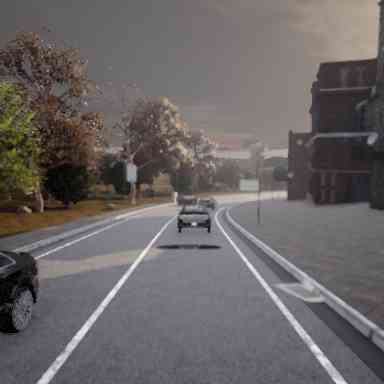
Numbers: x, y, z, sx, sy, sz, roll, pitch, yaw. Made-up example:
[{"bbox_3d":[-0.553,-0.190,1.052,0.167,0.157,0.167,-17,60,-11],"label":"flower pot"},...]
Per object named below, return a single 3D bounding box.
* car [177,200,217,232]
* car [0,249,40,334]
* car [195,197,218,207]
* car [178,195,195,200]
[{"bbox_3d":[0.158,1.454,19.776,2.128,1.511,4.902,0,0,1],"label":"car"},{"bbox_3d":[-3.594,1.484,3.921,2.128,1.511,4.902,0,0,0],"label":"car"},{"bbox_3d":[1.989,1.337,40.146,1.837,1.490,4.892,1,1,10],"label":"car"},{"bbox_3d":[-0.602,1.144,45.650,1.882,1.535,5.008,1,1,14],"label":"car"}]
